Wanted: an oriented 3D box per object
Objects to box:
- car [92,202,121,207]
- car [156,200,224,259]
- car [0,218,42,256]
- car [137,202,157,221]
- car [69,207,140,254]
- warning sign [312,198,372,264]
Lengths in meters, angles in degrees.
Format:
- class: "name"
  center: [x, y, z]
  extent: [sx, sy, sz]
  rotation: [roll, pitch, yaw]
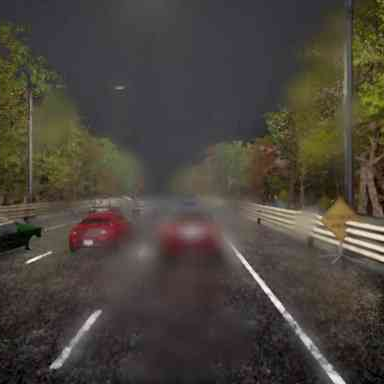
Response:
- class: "car"
  center: [-7.218, 1.550, 28.057]
  extent: [2.128, 1.511, 4.902]
  rotation: [0, 0, -1]
- class: "car"
  center: [-0.004, 1.369, 12.754]
  extent: [2.097, 1.767, 4.553]
  rotation: [0, 0, 0]
- class: "car"
  center: [-6.956, 1.465, 11.370]
  extent: [1.895, 1.301, 4.718]
  rotation: [11, 0, 0]
- class: "car"
  center: [-3.719, 1.549, 28.100]
  extent: [2.128, 1.511, 4.902]
  rotation: [0, 0, -1]
- class: "car"
  center: [-3.506, 1.546, 13.551]
  extent: [1.812, 1.442, 4.674]
  rotation: [0, 0, 0]
- class: "warning sign"
  center: [4.499, 1.128, 10.079]
  extent: [1.300, 1.860, 1.060]
  rotation: [-1, -1, 0]
